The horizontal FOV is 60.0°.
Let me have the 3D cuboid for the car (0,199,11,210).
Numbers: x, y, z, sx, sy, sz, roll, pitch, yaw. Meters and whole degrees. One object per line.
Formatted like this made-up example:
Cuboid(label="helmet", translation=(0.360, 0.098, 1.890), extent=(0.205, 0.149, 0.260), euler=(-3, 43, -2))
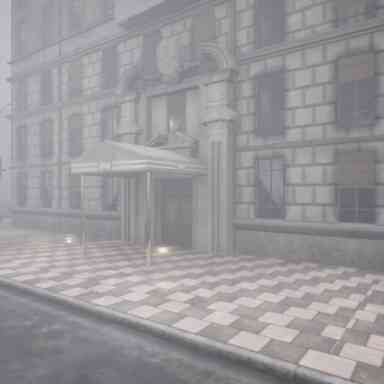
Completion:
Cuboid(label="car", translation=(-24.157, 1.526, 40.180), extent=(1.812, 1.442, 4.674), euler=(0, 0, 36))
